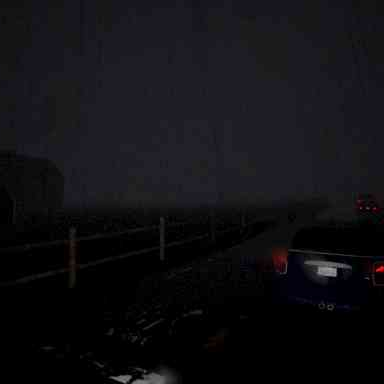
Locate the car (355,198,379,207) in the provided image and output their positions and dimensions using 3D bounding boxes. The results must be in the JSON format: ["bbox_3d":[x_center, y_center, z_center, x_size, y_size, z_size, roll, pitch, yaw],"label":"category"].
[{"bbox_3d":[17.790,1.589,33.676,2.033,1.411,5.357,0,0,28],"label":"car"}]

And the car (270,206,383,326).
[{"bbox_3d":[3.336,1.358,7.425,2.097,1.767,4.553,0,0,30],"label":"car"}]

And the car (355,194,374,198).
[{"bbox_3d":[22.408,1.286,43.006,2.150,2.045,5.566,0,0,26],"label":"car"}]
